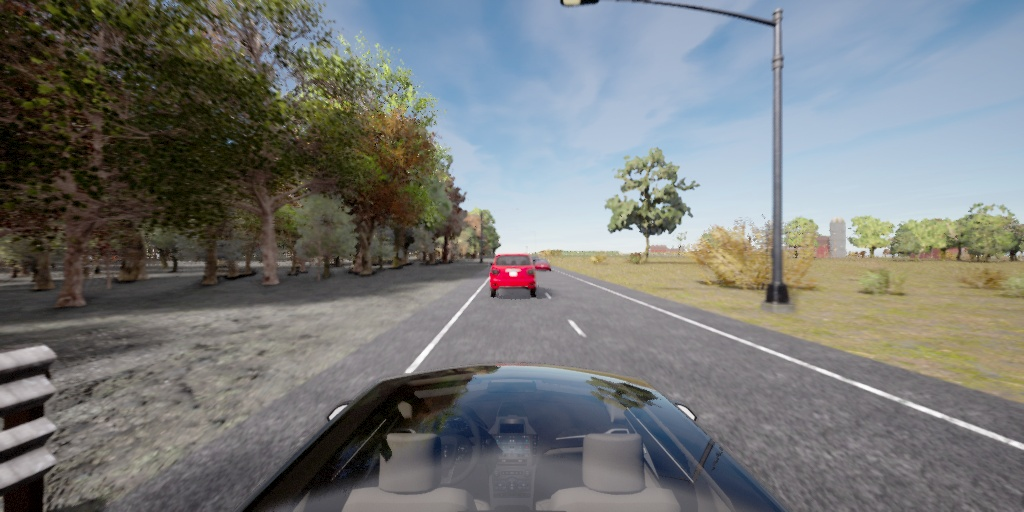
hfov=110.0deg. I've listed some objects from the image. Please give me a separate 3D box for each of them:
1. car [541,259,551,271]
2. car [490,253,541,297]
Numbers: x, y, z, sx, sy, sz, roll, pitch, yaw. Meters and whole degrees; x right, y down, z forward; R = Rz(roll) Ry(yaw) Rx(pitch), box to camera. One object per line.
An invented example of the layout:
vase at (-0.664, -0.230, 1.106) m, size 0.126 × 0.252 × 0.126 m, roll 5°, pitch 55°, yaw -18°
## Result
car at (3.364, 1.007, 41.469) m, size 1.994 × 1.385 × 4.181 m, roll 0°, pitch 0°, yaw 0°
car at (0.047, 0.852, 18.301) m, size 2.150 × 2.045 × 5.566 m, roll 0°, pitch 0°, yaw 0°
